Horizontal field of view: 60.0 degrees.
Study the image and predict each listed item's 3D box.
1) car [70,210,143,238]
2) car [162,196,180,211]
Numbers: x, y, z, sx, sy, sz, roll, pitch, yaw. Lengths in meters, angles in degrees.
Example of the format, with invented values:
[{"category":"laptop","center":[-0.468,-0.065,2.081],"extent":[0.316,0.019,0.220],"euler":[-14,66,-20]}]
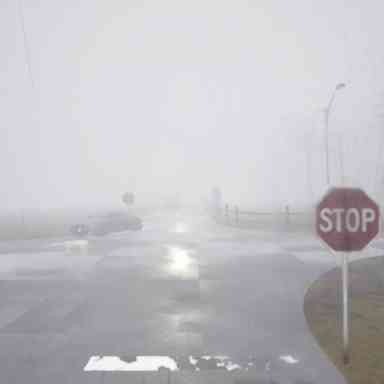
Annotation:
[{"category":"car","center":[-4.710,1.710,18.710],"extent":[1.994,1.385,4.181],"euler":[-3,0,32]},{"category":"car","center":[-2.800,1.529,45.304],"extent":[2.150,2.045,5.566],"euler":[0,0,0]}]
